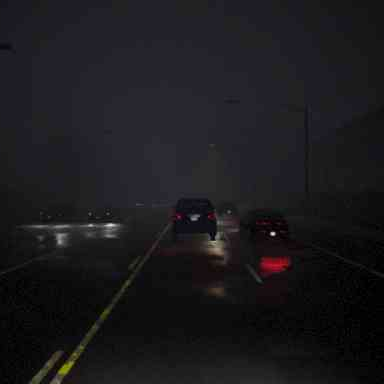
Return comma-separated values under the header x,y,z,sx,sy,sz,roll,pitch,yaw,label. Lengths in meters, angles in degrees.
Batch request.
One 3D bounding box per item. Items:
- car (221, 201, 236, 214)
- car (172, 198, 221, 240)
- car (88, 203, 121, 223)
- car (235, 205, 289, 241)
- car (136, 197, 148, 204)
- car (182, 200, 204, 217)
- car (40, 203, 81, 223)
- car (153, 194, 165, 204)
x,y,z,sx,sy,sz,roll,pitch,yaw,label
3.609,1.688,34.717,1.837,1.490,4.892,0,0,0,car
0.103,1.327,17.826,2.150,2.045,5.566,0,0,0,car
-7.093,1.675,27.345,1.812,1.442,4.674,0,0,0,car
3.603,1.608,17.219,1.837,1.490,4.892,0,0,0,car
-10.485,1.865,70.501,2.033,1.411,5.357,0,0,0,car
0.108,1.674,34.661,2.128,1.511,4.902,0,0,0,car
-10.594,1.655,27.145,1.837,1.490,4.892,0,-1,0,car
-6.985,1.550,70.472,2.150,2.045,5.566,0,0,0,car
